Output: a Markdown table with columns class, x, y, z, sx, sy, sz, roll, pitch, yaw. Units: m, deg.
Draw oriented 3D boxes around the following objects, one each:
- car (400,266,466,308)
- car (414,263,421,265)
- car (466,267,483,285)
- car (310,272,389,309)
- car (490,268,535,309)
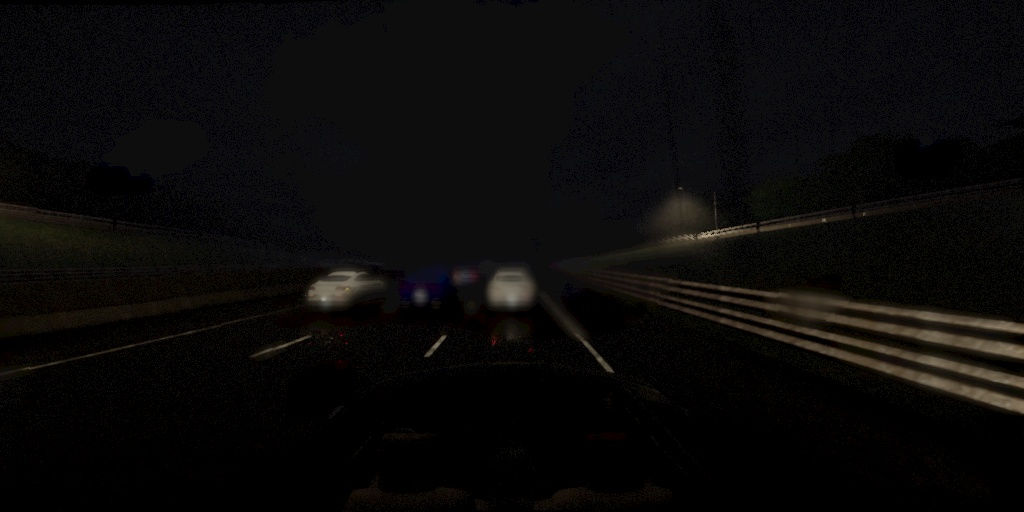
| class | x | y | z | sx | sy | sz | roll | pitch | yaw |
| --- | --- | --- | --- | --- | --- | --- | --- | --- | --- |
| car | -3.466 | 1.388 | 16.110 | 1.882 | 1.535 | 5.008 | 0 | 0 | 1 |
| car | -6.970 | 1.593 | 30.375 | 1.837 | 1.490 | 4.892 | 0 | 0 | 1 |
| car | -3.483 | 1.621 | 29.402 | 2.033 | 1.411 | 5.357 | 0 | -1 | 0 |
| car | -6.969 | 1.432 | 15.772 | 1.812 | 1.442 | 4.674 | 0 | 0 | 1 |
| car | 0.030 | 1.432 | 15.763 | 1.812 | 1.442 | 4.674 | 0 | 0 | 1 |
